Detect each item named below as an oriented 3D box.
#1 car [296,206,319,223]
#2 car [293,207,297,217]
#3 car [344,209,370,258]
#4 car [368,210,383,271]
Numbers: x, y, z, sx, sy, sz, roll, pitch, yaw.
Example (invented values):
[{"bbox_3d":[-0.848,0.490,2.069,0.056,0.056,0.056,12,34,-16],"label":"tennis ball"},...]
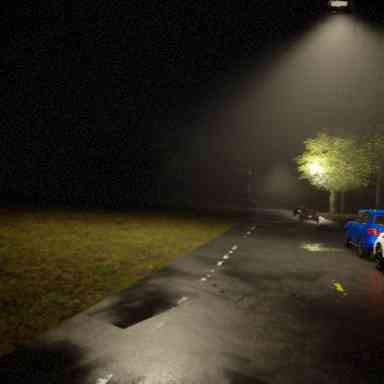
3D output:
[{"bbox_3d":[13.364,2.688,38.136,1.994,1.385,4.181,3,-1,15],"label":"car"},{"bbox_3d":[16.152,2.909,49.711,1.837,1.490,4.892,2,-1,13],"label":"car"},{"bbox_3d":[8.570,1.829,15.267,2.150,2.045,5.566,3,0,15],"label":"car"},{"bbox_3d":[7.014,1.690,9.463,2.150,2.045,5.566,3,-1,15],"label":"car"}]
